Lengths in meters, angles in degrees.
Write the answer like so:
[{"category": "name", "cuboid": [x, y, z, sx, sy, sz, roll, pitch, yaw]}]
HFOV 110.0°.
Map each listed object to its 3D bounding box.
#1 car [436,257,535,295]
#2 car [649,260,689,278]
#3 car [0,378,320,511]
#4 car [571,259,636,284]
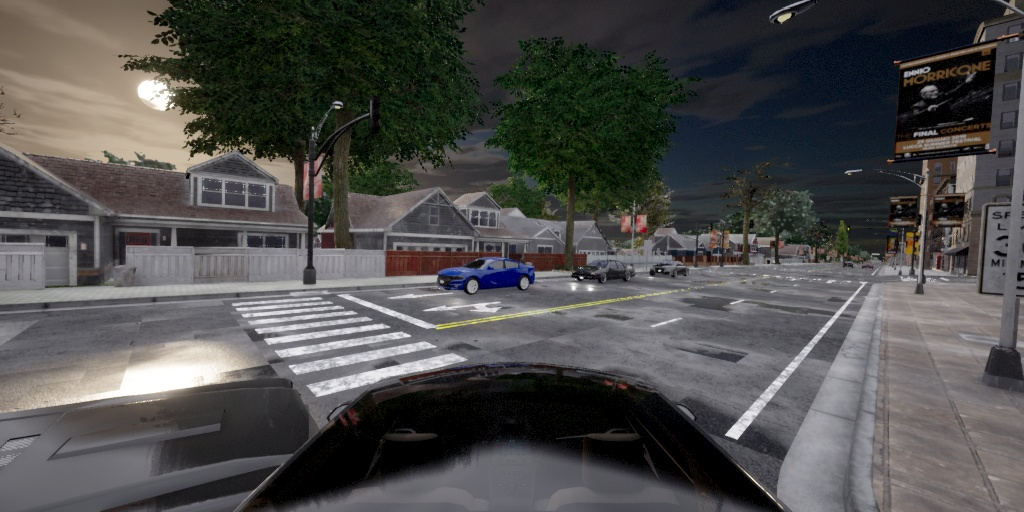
[{"category": "car", "cuboid": [-1.073, 0.804, 16.501, 5.008, 1.535, 1.882, 0, 2, -44]}, {"category": "car", "cuboid": [13.332, 1.019, 30.300, 4.181, 1.385, 1.994, 1, 2, -44]}, {"category": "car", "cuboid": [-3.314, 1.285, 1.322, 4.718, 1.301, 1.895, 1, 2, -34]}, {"category": "car", "cuboid": [6.114, 0.937, 23.400, 5.357, 1.411, 2.033, 0, 2, -44]}]
